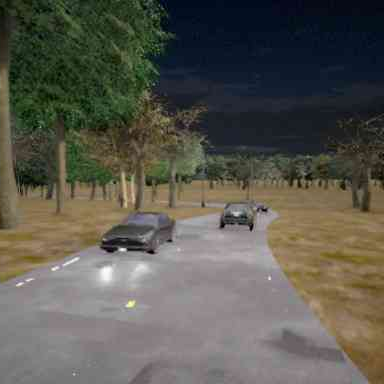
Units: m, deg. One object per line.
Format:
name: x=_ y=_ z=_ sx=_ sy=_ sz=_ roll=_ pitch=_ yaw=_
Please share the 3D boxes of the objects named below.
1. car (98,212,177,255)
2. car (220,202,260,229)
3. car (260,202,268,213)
car: x=-1.900 y=1.529 z=13.641 sx=2.033 sy=1.411 sz=5.357 roll=1 pitch=0 yaw=9
car: x=3.216 y=1.430 z=22.268 sx=2.097 sy=1.767 sz=4.553 roll=1 pitch=0 yaw=14
car: x=8.631 y=1.962 z=42.203 sx=1.895 sy=1.301 sz=4.718 roll=1 pitch=-1 yaw=12
